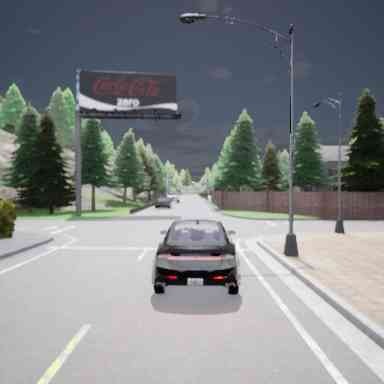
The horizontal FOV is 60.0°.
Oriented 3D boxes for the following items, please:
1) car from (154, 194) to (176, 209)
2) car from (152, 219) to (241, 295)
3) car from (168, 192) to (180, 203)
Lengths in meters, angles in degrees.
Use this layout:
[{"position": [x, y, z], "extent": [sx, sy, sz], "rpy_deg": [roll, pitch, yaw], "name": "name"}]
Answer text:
[{"position": [-3.509, 1.376, 41.390], "extent": [2.033, 1.411, 5.357], "rpy_deg": [0, 0, 0], "name": "car"}, {"position": [0.140, 1.455, 8.647], "extent": [2.128, 1.511, 4.902], "rpy_deg": [0, 0, 2], "name": "car"}, {"position": [-3.417, 0.975, 60.166], "extent": [2.150, 2.045, 5.566], "rpy_deg": [0, 0, 1], "name": "car"}]
